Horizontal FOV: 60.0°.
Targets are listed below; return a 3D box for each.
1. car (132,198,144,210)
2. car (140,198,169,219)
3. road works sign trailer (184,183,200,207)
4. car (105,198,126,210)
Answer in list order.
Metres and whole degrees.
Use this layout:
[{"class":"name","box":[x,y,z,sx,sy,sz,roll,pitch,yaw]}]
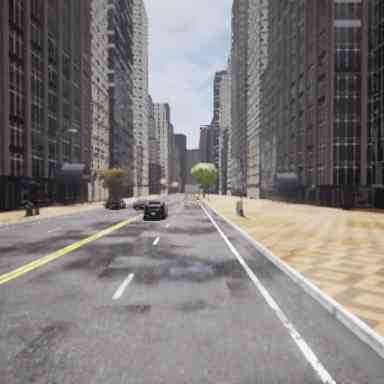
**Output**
[{"class":"car","box":[-6.600,1.554,43.961,2.033,1.411,5.357,0,0,0]},{"class":"car","box":[-3.165,1.510,29.633,1.837,1.490,4.892,0,0,0]},{"class":"road works sign trailer","box":[-0.010,0.473,50.463,2.380,3.560,2.880,0,0,1]},{"class":"car","box":[-9.851,1.483,42.930,1.882,1.535,5.008,0,0,0]}]
